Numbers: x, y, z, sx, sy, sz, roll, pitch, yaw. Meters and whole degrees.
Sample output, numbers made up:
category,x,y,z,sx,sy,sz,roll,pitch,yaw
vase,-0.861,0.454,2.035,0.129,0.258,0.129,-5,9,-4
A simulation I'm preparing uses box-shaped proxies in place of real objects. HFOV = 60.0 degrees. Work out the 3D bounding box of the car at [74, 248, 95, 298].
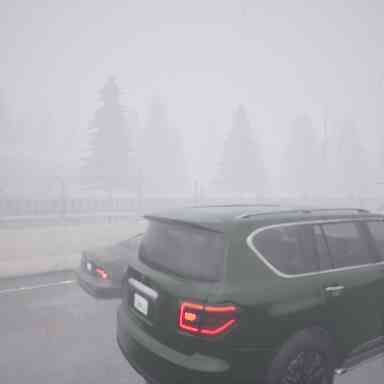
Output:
category,x,y,z,sx,sy,sz,roll,pitch,yaw
car,0.101,1.513,7.888,5.357,1.411,2.033,0,0,-32

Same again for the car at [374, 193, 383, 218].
category,x,y,z,sx,sy,sz,roll,pitch,yaw
car,18.539,1.145,28.185,5.566,2.045,2.150,0,0,-18

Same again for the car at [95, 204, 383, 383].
category,x,y,z,sx,sy,sz,roll,pitch,yaw
car,1.746,1.204,4.761,5.566,2.045,2.150,0,0,-33
